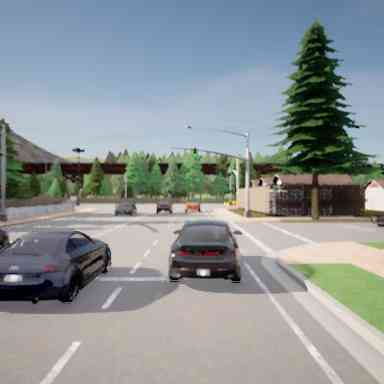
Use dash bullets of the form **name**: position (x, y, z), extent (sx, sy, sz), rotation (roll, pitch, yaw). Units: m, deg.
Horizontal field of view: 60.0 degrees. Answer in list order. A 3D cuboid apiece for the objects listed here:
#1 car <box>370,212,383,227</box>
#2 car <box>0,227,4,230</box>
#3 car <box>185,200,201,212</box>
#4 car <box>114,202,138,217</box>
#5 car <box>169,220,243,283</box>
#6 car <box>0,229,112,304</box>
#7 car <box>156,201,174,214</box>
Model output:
- **car**: position (14.862, 1.693, 22.815), extent (4.892, 1.490, 1.837), rotation (0, -1, -1)
- **car**: position (-7.099, 1.585, 9.287), extent (2.128, 1.511, 4.902), rotation (0, -1, 0)
- **car**: position (0.131, 1.802, 45.384), extent (2.097, 1.767, 4.553), rotation (0, -1, 0)
- **car**: position (-7.083, 1.861, 35.915), extent (1.837, 1.490, 4.892), rotation (0, 0, 0)
- **car**: position (0.456, 1.607, 10.058), extent (1.837, 1.490, 4.892), rotation (0, 0, 5)
- **car**: position (-3.409, 1.647, 8.390), extent (1.994, 1.385, 4.181), rotation (0, -1, 0)
- **car**: position (-3.396, 1.917, 41.507), extent (1.837, 1.490, 4.892), rotation (0, -1, 0)
